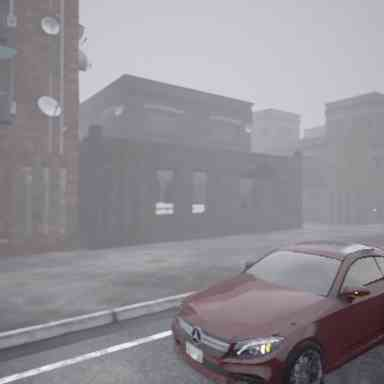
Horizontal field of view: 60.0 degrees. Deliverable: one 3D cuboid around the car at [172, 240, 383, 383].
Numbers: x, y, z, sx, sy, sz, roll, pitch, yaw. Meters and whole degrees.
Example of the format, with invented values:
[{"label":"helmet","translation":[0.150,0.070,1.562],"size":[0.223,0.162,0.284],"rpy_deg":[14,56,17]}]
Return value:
[{"label":"car","translation":[1.919,1.526,5.054],"size":[4.674,1.442,1.812],"rpy_deg":[0,0,-35]}]
